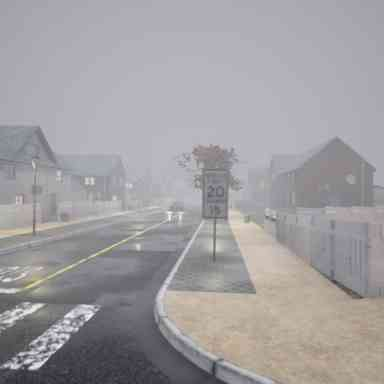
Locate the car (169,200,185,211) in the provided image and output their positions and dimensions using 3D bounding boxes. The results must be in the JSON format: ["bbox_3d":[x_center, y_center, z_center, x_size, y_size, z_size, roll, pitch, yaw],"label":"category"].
[{"bbox_3d":[-2.137,1.978,47.832,1.837,1.490,4.892,1,-1,5],"label":"car"}]
